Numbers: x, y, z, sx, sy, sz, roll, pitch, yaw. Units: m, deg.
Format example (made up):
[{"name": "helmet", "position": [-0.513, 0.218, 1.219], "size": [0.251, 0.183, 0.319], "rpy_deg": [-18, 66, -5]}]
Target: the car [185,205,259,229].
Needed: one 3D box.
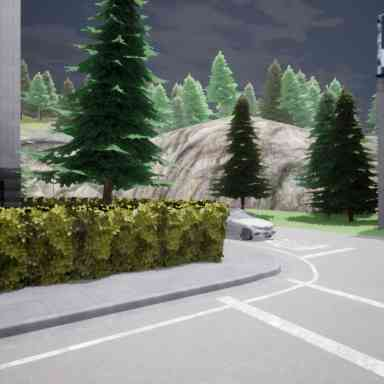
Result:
[{"name": "car", "position": [2.088, 1.724, 24.339], "size": [2.033, 1.411, 5.357], "rpy_deg": [0, 0, -45]}]

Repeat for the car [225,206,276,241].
[{"name": "car", "position": [2.325, 1.702, 18.110], "size": [1.812, 1.442, 4.674], "rpy_deg": [0, 0, -41]}]
